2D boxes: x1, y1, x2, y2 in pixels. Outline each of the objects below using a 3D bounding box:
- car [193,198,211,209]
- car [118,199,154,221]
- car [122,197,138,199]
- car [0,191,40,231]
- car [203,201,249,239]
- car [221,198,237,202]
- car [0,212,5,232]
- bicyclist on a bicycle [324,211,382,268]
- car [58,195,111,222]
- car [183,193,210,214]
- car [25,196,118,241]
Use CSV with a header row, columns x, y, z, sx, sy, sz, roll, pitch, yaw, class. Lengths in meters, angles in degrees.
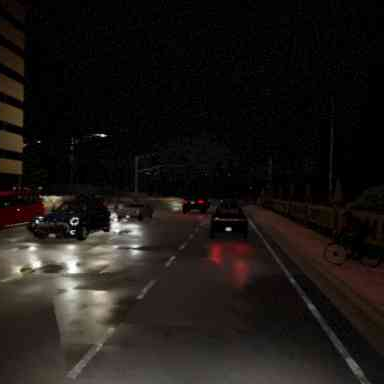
x,y,z,sx,sy,sz,roll,pitch,yaw,class
1.359,1.508,44.488,1.994,1.385,4.181,1,0,6,car
-4.339,1.458,25.917,1.895,1.301,4.718,1,0,7,car
-6.740,1.279,35.491,2.128,1.511,4.902,1,0,7,car
-9.038,0.998,15.431,2.150,2.045,5.566,1,0,6,car
1.969,1.499,17.716,2.128,1.511,4.902,1,0,7,car
4.724,1.498,42.299,1.882,1.535,5.008,1,0,7,car
-6.502,1.339,6.713,2.128,1.511,4.902,1,0,6,car
4.705,1.381,9.694,1.656,1.620,0.582,2,0,6,bicyclist on a bicycle
-7.941,1.134,25.145,2.097,1.767,4.553,1,0,6,car
0.373,1.162,35.183,2.150,2.045,5.566,1,0,7,car
-5.474,1.204,15.864,2.097,1.767,4.553,1,0,7,car
